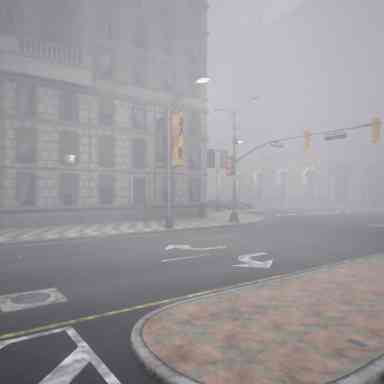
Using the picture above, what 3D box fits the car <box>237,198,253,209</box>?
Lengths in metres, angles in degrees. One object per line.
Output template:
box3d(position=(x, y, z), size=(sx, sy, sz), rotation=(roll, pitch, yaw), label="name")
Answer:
box3d(position=(6.224, 1.564, 44.813), size=(1.994, 1.385, 4.181), rotation=(0, 0, -36), label="car")

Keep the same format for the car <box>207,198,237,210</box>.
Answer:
box3d(position=(3.282, 1.564, 42.907), size=(1.994, 1.385, 4.181), rotation=(0, 0, -36), label="car")
